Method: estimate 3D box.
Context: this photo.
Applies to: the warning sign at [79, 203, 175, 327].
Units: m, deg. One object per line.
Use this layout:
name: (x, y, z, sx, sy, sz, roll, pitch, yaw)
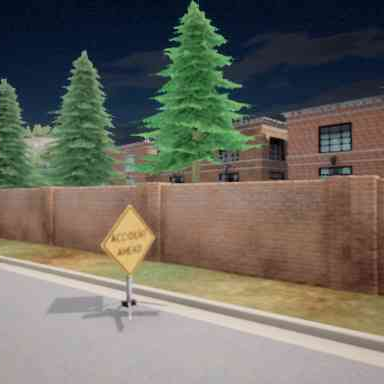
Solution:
warning sign: (-1.135, 1.155, 5.969, 1.060, 1.860, 1.300, -1, 0, 36)
